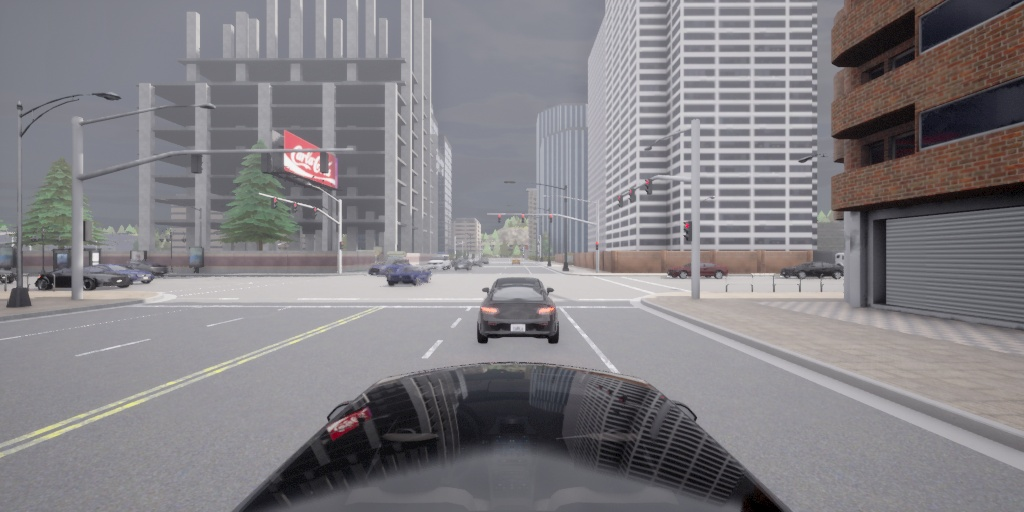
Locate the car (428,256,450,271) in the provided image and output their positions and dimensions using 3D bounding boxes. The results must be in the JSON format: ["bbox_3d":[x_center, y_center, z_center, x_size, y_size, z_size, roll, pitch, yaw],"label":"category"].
[{"bbox_3d":[-10.037,0.972,49.535,2.150,2.045,5.566,0,0,1],"label":"car"}]

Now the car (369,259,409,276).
[{"bbox_3d":[-11.986,1.101,35.775,2.097,1.767,4.553,0,0,25],"label":"car"}]

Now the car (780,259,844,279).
[{"bbox_3d":[26.655,1.228,31.836,5.008,1.535,1.882,0,0,0],"label":"car"}]

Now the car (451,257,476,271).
[{"bbox_3d":[-6.563,1.241,48.563,2.128,1.511,4.902,0,0,1],"label":"car"}]

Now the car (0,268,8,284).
[{"bbox_3d":[-34.208,1.102,21.545,4.553,1.767,2.097,0,0,0],"label":"car"}]

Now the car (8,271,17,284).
[{"bbox_3d":[-37.853,1.255,25.070,4.892,1.490,1.837,0,0,0],"label":"car"}]

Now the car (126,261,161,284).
[{"bbox_3d":[-27.864,1.276,25.001,4.674,1.442,1.812,0,0,0],"label":"car"}]

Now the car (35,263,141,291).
[{"bbox_3d":[-25.509,1.314,21.485,4.181,1.385,1.994,0,0,0],"label":"car"}]

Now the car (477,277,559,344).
[{"bbox_3d":[0.158,1.276,9.492,1.812,1.442,4.674,0,0,1],"label":"car"}]

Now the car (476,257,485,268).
[{"bbox_3d":[-6.372,1.313,62.492,1.994,1.385,4.181,0,0,1],"label":"car"}]

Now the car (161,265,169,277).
[{"bbox_3d":[-33.846,1.241,32.230,4.902,1.511,2.128,0,0,0],"label":"car"}]

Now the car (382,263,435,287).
[{"bbox_3d":[-6.852,1.351,24.315,1.895,1.301,4.718,0,0,1],"label":"car"}]

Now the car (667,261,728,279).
[{"bbox_3d":[16.462,1.228,31.913,5.008,1.535,1.882,0,0,0],"label":"car"}]
